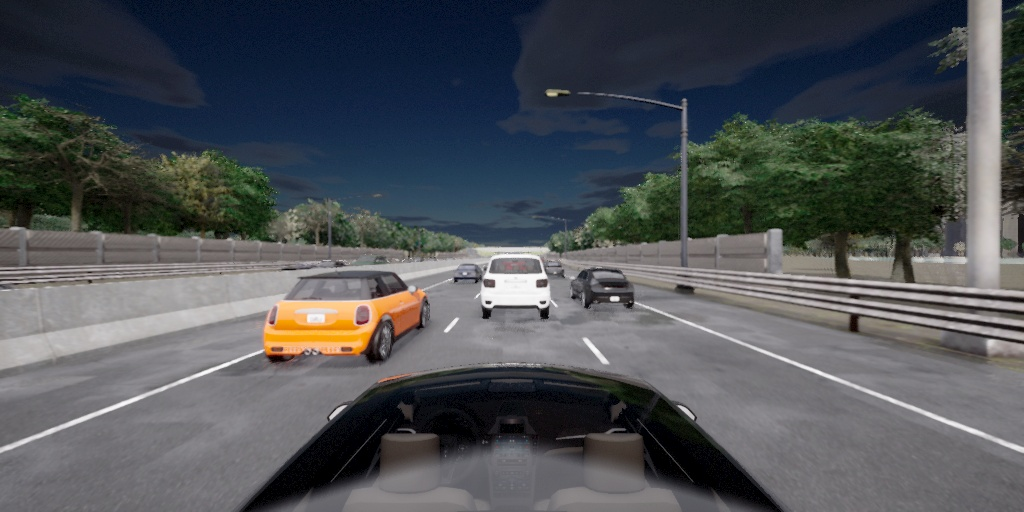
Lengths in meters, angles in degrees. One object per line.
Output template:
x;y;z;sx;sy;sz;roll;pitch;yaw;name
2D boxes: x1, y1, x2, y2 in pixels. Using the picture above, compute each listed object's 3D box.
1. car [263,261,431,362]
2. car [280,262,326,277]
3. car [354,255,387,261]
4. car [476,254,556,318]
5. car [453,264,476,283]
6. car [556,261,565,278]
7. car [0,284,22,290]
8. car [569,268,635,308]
-3.394;1.100;8.342;2.097;1.767;4.553;0;0;0;car
-20.961;1.341;36.171;1.895;1.301;4.718;0;0;1;car
-13.976;0.962;35.232;2.150;2.045;5.566;0;0;1;car
0.114;0.968;13.109;2.150;2.045;5.566;0;0;0;car
-3.330;1.291;27.807;2.033;1.411;5.357;0;0;0;car
3.701;1.235;33.089;2.128;1.511;4.902;0;0;0;car
-14.096;1.294;8.329;2.033;1.411;5.357;0;0;0;car
3.620;1.252;15.033;1.837;1.490;4.892;0;0;0;car
